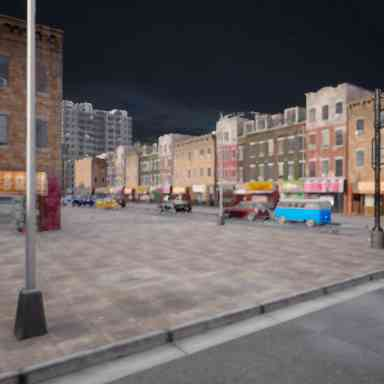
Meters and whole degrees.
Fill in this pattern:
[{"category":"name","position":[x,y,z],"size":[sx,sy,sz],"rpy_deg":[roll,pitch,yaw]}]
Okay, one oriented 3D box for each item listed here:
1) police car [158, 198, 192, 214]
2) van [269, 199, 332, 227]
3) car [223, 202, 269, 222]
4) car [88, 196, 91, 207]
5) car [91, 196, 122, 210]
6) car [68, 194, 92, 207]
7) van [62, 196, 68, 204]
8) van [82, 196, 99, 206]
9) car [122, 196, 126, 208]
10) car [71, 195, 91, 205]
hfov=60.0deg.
[{"category":"police car","position":[-2.019,1.528,36.713],"size":[1.930,1.638,5.238],"rpy_deg":[0,0,-36]},{"category":"van","position":[7.630,1.394,23.120],"size":[1.690,1.788,3.998],"rpy_deg":[0,0,-36]},{"category":"car","position":[4.430,1.508,27.563],"size":[1.967,1.590,4.097],"rpy_deg":[0,0,-36]},{"category":"car","position":[-14.771,1.724,54.220],"size":[2.008,1.369,4.403],"rpy_deg":[0,0,-36]},{"category":"car","position":[-11.784,1.617,45.642],"size":[1.882,1.535,5.008],"rpy_deg":[0,0,-35]},{"category":"car","position":[-17.685,1.394,53.758],"size":[2.150,2.045,5.566],"rpy_deg":[0,0,-36]},{"category":"van","position":[-24.372,1.568,67.548],"size":[1.690,1.788,3.998],"rpy_deg":[0,0,-36]},{"category":"van","position":[-17.971,1.532,58.662],"size":[1.690,1.788,3.998],"rpy_deg":[0,0,-36]},{"category":"car","position":[-11.571,1.470,49.777],"size":[2.192,1.841,5.009],"rpy_deg":[0,0,-36]},{"category":"car","position":[-21.172,1.524,63.106],"size":[2.192,1.841,5.009],"rpy_deg":[0,0,-36]}]
